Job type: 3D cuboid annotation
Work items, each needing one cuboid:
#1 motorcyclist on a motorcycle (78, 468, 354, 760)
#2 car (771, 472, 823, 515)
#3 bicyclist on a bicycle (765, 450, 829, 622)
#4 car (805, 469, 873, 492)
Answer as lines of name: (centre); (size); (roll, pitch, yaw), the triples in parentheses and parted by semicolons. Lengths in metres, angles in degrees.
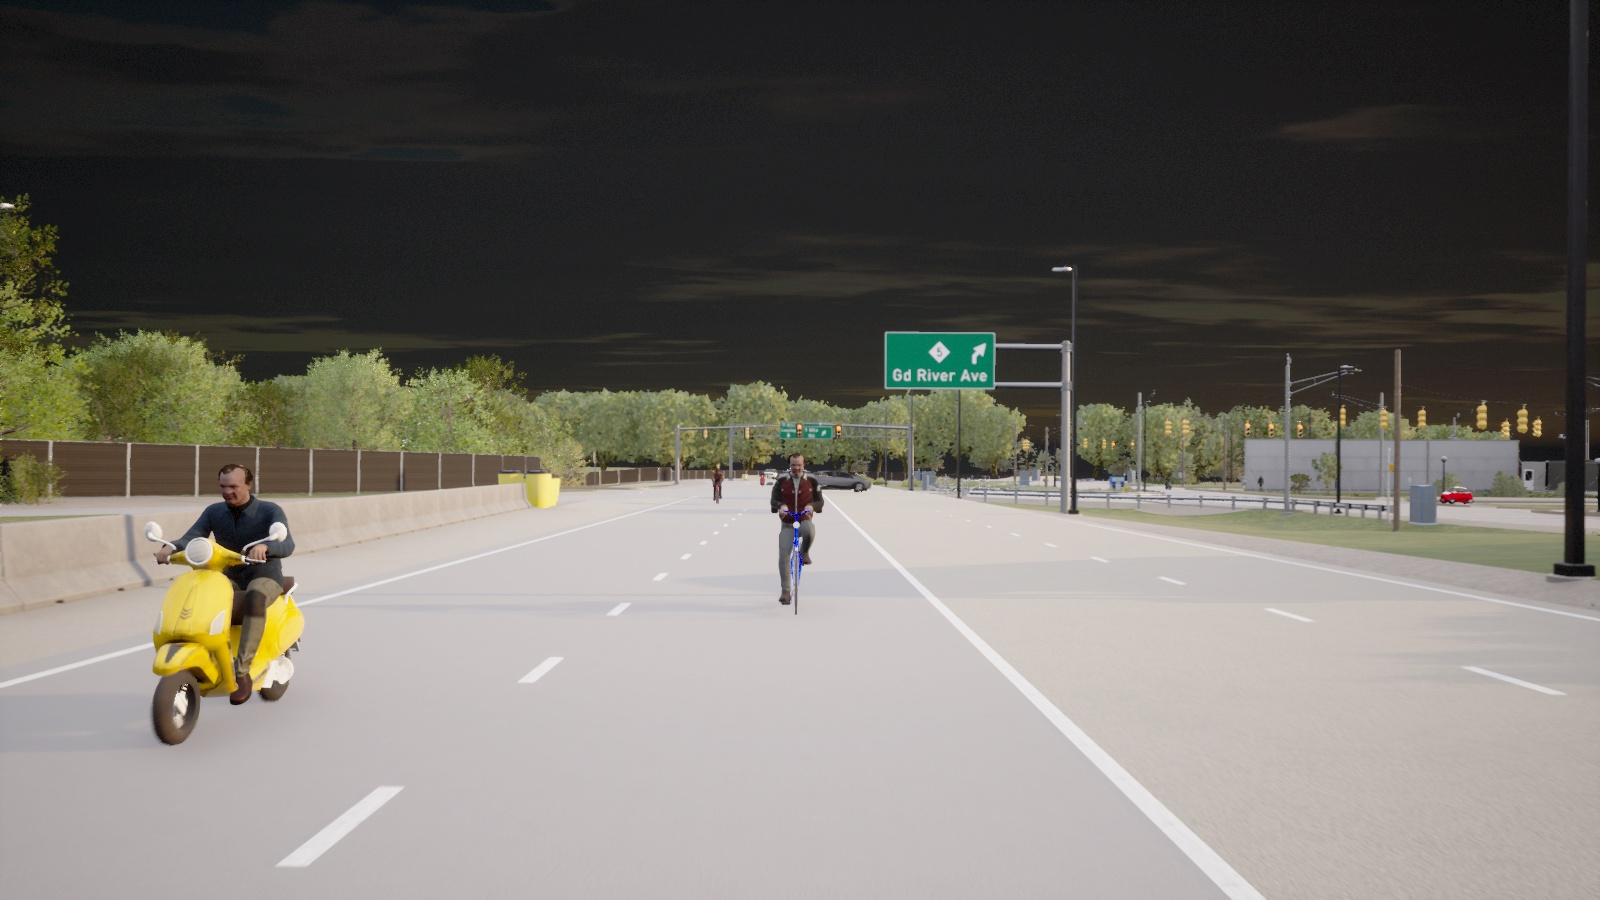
motorcyclist on a motorcycle: (-3.518, 0.909, 7.784); (0.866, 1.590, 1.817); (0, -1, 0)
car: (-0.108, 1.552, 46.394); (1.837, 1.490, 4.892); (0, -1, 0)
bicyclist on a bicycle: (-0.033, 0.912, 13.979); (0.659, 1.776, 1.843); (0, -1, 0)
car: (2.636, 2.079, 85.250); (4.514, 1.525, 2.007); (0, -1, 0)
